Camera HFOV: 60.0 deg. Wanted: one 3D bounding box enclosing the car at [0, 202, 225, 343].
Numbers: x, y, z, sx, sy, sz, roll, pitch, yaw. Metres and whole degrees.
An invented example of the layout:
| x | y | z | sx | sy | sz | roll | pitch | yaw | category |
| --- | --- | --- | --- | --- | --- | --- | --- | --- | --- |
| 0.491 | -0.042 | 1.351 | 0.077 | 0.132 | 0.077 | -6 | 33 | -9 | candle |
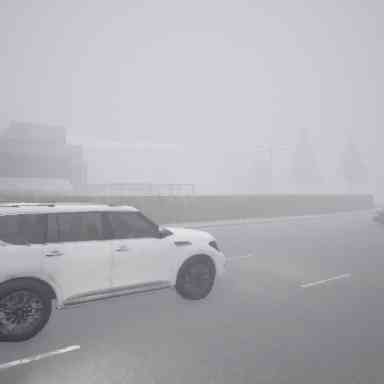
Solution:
| x | y | z | sx | sy | sz | roll | pitch | yaw | category |
| --- | --- | --- | --- | --- | --- | --- | --- | --- | --- |
| -1.915 | 1.221 | 6.677 | 5.566 | 2.045 | 2.150 | 0 | 0 | -35 | car |

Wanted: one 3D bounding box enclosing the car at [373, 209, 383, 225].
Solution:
| x | y | z | sx | sy | sz | roll | pitch | yaw | category |
| --- | --- | --- | --- | --- | --- | --- | --- | --- | --- |
| 14.426 | 1.547 | 22.613 | 5.357 | 1.411 | 2.033 | 0 | 0 | -35 | car |
